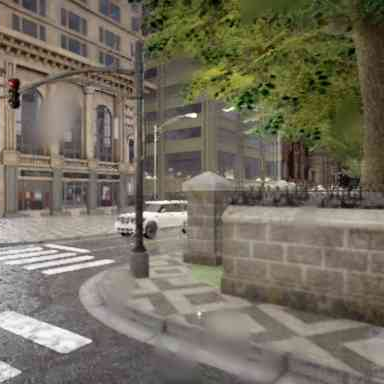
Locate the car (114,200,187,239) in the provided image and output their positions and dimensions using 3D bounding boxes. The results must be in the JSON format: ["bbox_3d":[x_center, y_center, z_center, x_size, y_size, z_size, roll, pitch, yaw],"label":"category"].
[{"bbox_3d":[-1.966,1.530,19.780,2.150,2.045,5.566,0,-1,37],"label":"car"}]
